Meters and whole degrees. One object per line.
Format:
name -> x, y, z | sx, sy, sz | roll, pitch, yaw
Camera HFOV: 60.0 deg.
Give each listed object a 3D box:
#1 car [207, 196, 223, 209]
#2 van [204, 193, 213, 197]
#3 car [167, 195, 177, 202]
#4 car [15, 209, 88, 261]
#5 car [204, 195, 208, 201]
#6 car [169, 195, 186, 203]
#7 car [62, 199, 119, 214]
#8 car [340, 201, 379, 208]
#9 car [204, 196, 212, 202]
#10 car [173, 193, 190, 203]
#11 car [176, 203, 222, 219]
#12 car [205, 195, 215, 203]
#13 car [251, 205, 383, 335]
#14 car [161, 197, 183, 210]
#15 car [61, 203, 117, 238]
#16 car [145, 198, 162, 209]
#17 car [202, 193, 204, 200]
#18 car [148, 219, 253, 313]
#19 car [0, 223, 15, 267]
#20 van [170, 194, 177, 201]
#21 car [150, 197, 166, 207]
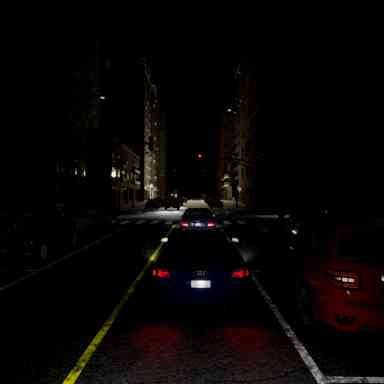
car -> 3.293, 1.593, 44.909 | 1.802, 1.307, 4.206 | 1, 0, 1
van -> 3.532, 1.358, 61.928 | 1.690, 1.788, 3.998 | 1, 0, 1
car -> -4.757, 1.466, 79.071 | 1.967, 1.590, 4.097 | 1, 0, 1
car -> -5.687, 1.547, 12.396 | 1.887, 1.381, 4.507 | 1, 0, 1
car -> 3.450, 1.597, 56.255 | 1.802, 1.307, 4.206 | 1, 0, 1
car -> -2.366, 1.614, 52.670 | 1.895, 1.301, 4.718 | 0, 0, 1
car -> -9.140, 1.403, 30.084 | 5.008, 1.535, 1.882 | 1, -1, -10
car -> 15.368, 1.654, 31.937 | 4.902, 1.511, 2.128 | 0, -1, 1
car -> 3.766, 1.608, 78.945 | 1.802, 1.307, 4.206 | 1, 0, 1
car -> -2.116, 1.372, 66.362 | 2.097, 1.767, 4.553 | 0, 0, 1
car -> 0.292, 1.552, 17.836 | 2.033, 1.411, 5.357 | 0, 0, 0
car -> 3.371, 1.595, 50.582 | 1.802, 1.307, 4.206 | 1, 0, 1
car -> 2.762, 1.316, 6.644 | 2.192, 1.841, 5.009 | 1, 0, 1
car -> -2.504, 1.611, 43.240 | 1.895, 1.301, 4.718 | 0, 0, 1
car -> -5.611, 1.529, 17.850 | 1.752, 1.417, 4.829 | 1, 0, 1
car -> -5.232, 1.555, 45.037 | 1.887, 1.381, 4.507 | 1, 0, 1
car -> 3.611, 1.335, 67.600 | 2.192, 1.841, 5.009 | 1, 0, 1
car -> 0.185, 1.566, 7.772 | 1.994, 1.385, 4.181 | 0, 0, 1
car -> -5.767, 1.527, 6.602 | 1.752, 1.417, 4.829 | 1, 0, 1
van -> -4.677, 1.371, 84.743 | 1.690, 1.788, 3.998 | 1, 0, 1
car -> -5.153, 1.557, 50.709 | 1.887, 1.381, 4.507 | 1, 0, 1
